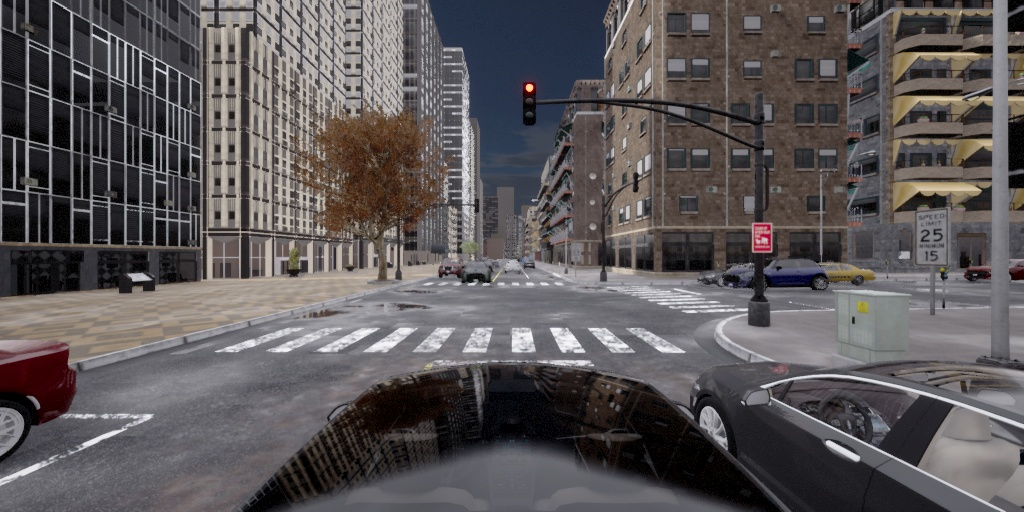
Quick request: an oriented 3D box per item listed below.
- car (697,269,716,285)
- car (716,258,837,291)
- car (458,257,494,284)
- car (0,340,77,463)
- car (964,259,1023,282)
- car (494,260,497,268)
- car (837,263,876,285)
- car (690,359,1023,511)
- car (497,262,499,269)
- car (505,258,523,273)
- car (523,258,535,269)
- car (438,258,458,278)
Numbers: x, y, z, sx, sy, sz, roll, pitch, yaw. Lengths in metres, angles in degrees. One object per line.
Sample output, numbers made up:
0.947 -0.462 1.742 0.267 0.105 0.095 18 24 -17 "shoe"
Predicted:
13.433 1.095 21.448 4.403 1.370 2.007 0 0 -1 "car"
13.750 0.894 18.872 4.553 1.767 2.097 -1 0 0 "car"
-2.695 1.110 26.854 2.097 1.767 4.553 0 0 -5 "car"
-5.692 1.295 2.030 1.888 1.381 4.507 0 0 0 "car"
30.135 0.858 21.618 4.507 1.381 1.888 0 0 -1 "car"
-3.103 1.276 42.109 1.837 1.490 4.892 0 0 0 "car"
18.830 0.992 21.503 4.829 1.417 1.751 0 0 -1 "car"
2.688 1.300 2.031 2.007 1.370 4.403 0 0 0 "car"
-3.082 1.348 58.020 1.994 1.385 4.181 0 0 0 "car"
0.097 1.297 44.166 1.812 1.442 4.674 0 0 0 "car"
2.685 1.348 56.509 1.948 1.339 4.313 0 0 0 "car"
-5.695 1.078 34.418 2.192 1.841 5.009 0 0 0 "car"
